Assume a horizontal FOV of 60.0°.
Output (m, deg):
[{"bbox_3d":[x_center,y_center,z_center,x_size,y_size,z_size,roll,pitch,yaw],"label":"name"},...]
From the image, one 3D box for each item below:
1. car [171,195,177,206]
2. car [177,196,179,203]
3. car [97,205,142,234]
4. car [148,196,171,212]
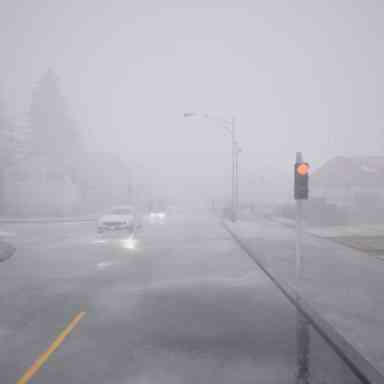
[{"bbox_3d":[-3.923,1.495,54.903,1.837,1.490,4.892,0,0,0],"label":"car"},{"bbox_3d":[-3.791,1.523,70.674,2.097,1.767,4.553,0,0,0],"label":"car"},{"bbox_3d":[-4.038,1.522,19.141,1.812,1.442,4.674,0,0,0],"label":"car"},{"bbox_3d":[-3.984,1.485,38.754,2.128,1.511,4.902,0,0,0],"label":"car"}]
